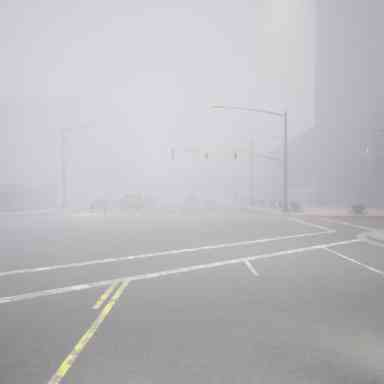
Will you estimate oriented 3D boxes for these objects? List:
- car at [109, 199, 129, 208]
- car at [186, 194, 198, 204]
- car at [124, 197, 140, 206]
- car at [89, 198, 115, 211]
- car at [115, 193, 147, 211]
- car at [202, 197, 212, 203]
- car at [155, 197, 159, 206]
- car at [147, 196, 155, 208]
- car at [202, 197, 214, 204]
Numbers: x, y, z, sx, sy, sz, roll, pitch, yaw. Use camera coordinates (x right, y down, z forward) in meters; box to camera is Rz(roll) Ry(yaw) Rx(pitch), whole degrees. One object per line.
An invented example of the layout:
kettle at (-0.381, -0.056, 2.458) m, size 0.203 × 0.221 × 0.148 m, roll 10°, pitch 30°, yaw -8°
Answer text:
car at (-10.582, 1.631, 48.405) m, size 1.895 × 1.301 × 4.718 m, roll 0°, pitch 0°, yaw 0°
car at (-0.028, 1.432, 67.625) m, size 2.150 × 2.045 × 5.566 m, roll 0°, pitch -1°, yaw 0°
car at (-10.575, 1.602, 58.549) m, size 1.882 × 1.535 × 5.008 m, roll 0°, pitch -1°, yaw 0°
car at (-10.584, 1.456, 39.132) m, size 2.128 × 1.511 × 4.902 m, roll 0°, pitch 0°, yaw 0°
car at (-7.086, 1.192, 39.505) m, size 2.150 × 2.045 × 5.566 m, roll 0°, pitch 0°, yaw 0°
car at (3.468, 1.778, 78.012) m, size 2.033 × 1.411 × 5.357 m, roll 0°, pitch -1°, yaw 0°
car at (-7.078, 1.608, 59.187) m, size 1.882 × 1.535 × 5.008 m, roll 0°, pitch -1°, yaw 0°
car at (-7.078, 1.388, 49.145) m, size 2.097 × 1.767 × 4.553 m, roll 0°, pitch -1°, yaw -1°
car at (3.472, 1.740, 68.010) m, size 1.812 × 1.442 × 4.674 m, roll 0°, pitch -1°, yaw 0°
